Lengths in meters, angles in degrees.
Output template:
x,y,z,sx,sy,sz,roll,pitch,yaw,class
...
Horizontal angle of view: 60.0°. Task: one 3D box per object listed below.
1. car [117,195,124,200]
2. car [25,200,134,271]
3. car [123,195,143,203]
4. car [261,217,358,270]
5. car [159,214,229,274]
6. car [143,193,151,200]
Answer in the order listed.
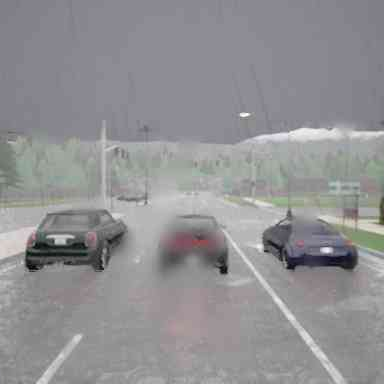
x,y,z,sx,sy,sz,roll,pitch,yaw,class
-14.279,1.260,69.222,1.895,1.301,4.718,0,0,1,car
-3.440,1.300,10.860,2.097,1.767,4.553,0,0,0,car
-10.892,1.300,61.756,1.895,1.301,4.718,0,0,1,car
3.565,1.509,10.808,1.994,1.385,4.181,0,0,0,car
0.058,1.449,10.362,1.837,1.490,4.892,0,-1,0,car
-10.648,1.106,77.744,1.837,1.490,4.892,0,0,1,car
